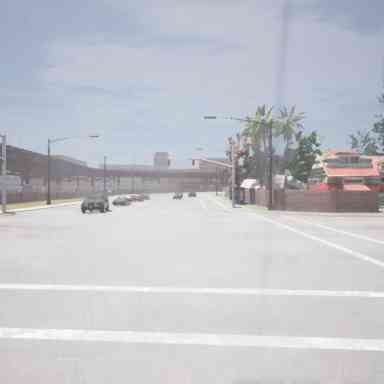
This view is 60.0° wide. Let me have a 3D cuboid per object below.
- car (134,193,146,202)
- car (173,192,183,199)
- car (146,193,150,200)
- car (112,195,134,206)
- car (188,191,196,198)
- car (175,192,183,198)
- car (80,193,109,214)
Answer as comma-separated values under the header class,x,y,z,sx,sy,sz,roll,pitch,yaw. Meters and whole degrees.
class,x,y,z,sx,sy,sz,roll,pitch,yaw
car,-10.465,1.203,62.899,1.994,1.385,4.181,0,1,0
car,-3.417,0.963,76.862,1.895,1.301,4.718,0,1,0
car,-10.421,0.967,73.225,1.812,1.442,4.674,0,1,0
car,-10.508,1.367,49.771,2.033,1.411,5.357,0,1,1
car,0.094,0.519,86.818,2.097,1.767,4.553,0,1,0
car,-3.406,0.709,87.180,1.994,1.385,4.181,0,1,0
car,-10.213,1.175,35.303,2.150,2.045,5.566,0,0,-6
